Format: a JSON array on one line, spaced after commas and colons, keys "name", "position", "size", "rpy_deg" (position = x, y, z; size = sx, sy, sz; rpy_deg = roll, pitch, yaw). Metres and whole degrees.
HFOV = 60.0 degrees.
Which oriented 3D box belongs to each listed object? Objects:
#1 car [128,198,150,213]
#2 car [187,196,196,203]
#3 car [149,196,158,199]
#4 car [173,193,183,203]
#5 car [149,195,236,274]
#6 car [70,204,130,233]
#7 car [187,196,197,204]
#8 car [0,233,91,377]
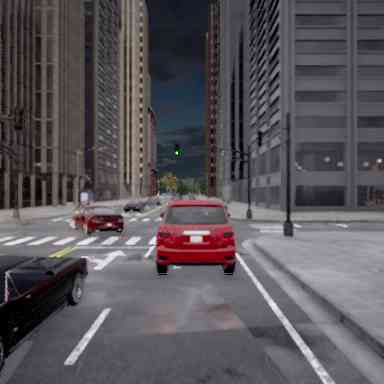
[{"name": "car", "position": [-6.597, 1.652, 38.947], "size": [2.033, 1.411, 5.357], "rpy_deg": [0, 0, 0]}, {"name": "car", "position": [-0.006, 1.690, 78.143], "size": [2.033, 1.411, 5.357], "rpy_deg": [0, 0, 0]}, {"name": "car", "position": [-6.551, 1.505, 56.721], "size": [2.097, 1.767, 4.553], "rpy_deg": [0, 0, 0]}, {"name": "car", "position": [-3.256, 1.374, 78.138], "size": [2.150, 2.045, 5.566], "rpy_deg": [0, 0, 0]}, {"name": "car", "position": [0.103, 1.253, 10.812], "size": [2.150, 2.045, 5.566], "rpy_deg": [0, 0, 0]}, {"name": "car", "position": [-5.585, 1.532, 19.259], "size": [1.882, 1.535, 5.008], "rpy_deg": [1, -1, -32]}, {"name": "car", "position": [-0.006, 1.689, 67.923], "size": [1.837, 1.490, 4.892], "rpy_deg": [0, 0, 0]}, {"name": "car", "position": [-3.151, 1.617, 5.103], "size": [1.895, 1.301, 4.718], "rpy_deg": [0, 0, 0]}]
